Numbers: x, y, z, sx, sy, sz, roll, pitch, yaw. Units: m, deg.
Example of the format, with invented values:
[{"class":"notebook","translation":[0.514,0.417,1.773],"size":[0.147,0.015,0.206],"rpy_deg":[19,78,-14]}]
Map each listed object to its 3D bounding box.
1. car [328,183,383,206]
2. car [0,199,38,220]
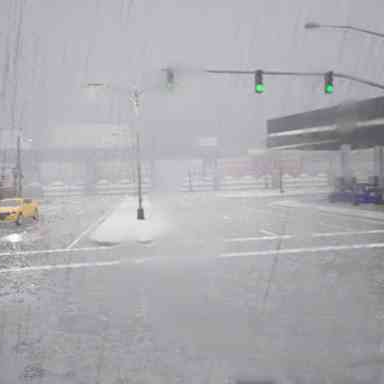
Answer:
[{"class":"car","translation":[12.806,0.160,26.381],"size":[2.242,1.667,4.611],"rpy_deg":[-2,1,-9]},{"class":"car","translation":[-11.371,1.137,21.221],"size":[1.882,1.535,5.008],"rpy_deg":[-2,1,-9]}]
